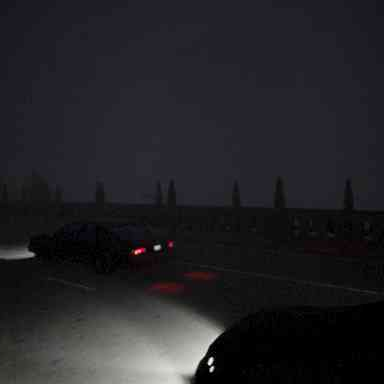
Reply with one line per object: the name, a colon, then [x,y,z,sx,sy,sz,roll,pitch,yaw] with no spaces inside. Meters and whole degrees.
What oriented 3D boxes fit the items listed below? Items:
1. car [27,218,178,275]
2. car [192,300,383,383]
car: [-2.972,1.545,10.413,5.357,1.411,2.033,0,0,35]
car: [2.042,1.564,2.536,4.181,1.385,1.994,0,0,36]
